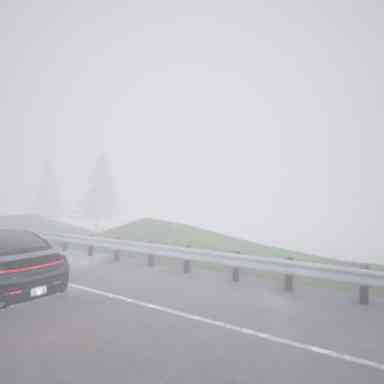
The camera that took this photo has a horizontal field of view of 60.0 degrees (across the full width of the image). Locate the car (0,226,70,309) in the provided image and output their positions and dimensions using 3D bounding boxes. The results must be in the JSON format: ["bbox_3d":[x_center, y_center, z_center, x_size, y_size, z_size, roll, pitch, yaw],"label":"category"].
[{"bbox_3d":[-4.710,1.526,7.355,4.892,1.490,1.837,0,0,35],"label":"car"}]
